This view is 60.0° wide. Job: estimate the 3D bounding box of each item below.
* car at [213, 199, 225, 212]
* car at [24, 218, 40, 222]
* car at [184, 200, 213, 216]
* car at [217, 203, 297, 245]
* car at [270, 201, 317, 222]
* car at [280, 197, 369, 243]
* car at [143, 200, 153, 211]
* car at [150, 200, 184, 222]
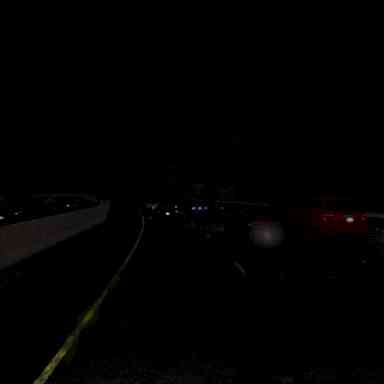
[{"bbox_3d":[2.839,1.572,38.683,1.812,1.442,4.674,0,0,-12],"label":"car"},{"bbox_3d":[-12.438,1.274,23.767,2.150,2.045,5.566,0,0,-8],"label":"car"},{"bbox_3d":[0.269,1.592,33.873,2.033,1.411,5.357,0,0,-11],"label":"car"},{"bbox_3d":[2.769,1.507,15.513,2.128,1.511,4.902,0,0,-5],"label":"car"},{"bbox_3d":[8.353,1.527,27.783,1.837,1.490,4.892,0,0,-8],"label":"car"},{"bbox_3d":[6.236,1.233,16.322,2.150,2.045,5.566,0,0,-5],"label":"car"},{"bbox_3d":[-5.230,1.666,42.643,1.895,1.301,4.718,0,0,-13],"label":"car"},{"bbox_3d":[-2.093,1.602,26.639,1.994,1.385,4.181,0,0,-8],"label":"car"}]
